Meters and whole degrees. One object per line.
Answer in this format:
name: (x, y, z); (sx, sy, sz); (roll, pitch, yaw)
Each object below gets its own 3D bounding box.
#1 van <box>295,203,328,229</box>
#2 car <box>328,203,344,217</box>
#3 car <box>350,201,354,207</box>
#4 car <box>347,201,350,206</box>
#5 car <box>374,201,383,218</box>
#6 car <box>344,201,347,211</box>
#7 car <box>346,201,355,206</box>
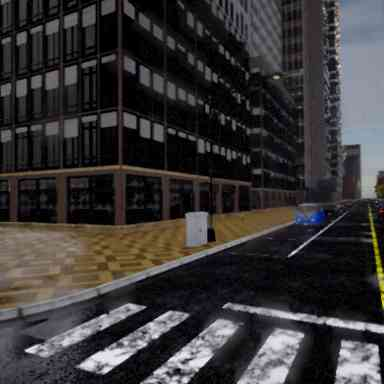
van: (8.941, 1.763, 25.185); (1.690, 1.788, 3.998); (-1, -1, 28)
car: (16.707, 2.196, 39.872); (1.947, 1.339, 4.313); (-1, -1, 28)
car: (34.823, 2.694, 74.152); (1.802, 1.307, 4.206); (-1, -1, 28)
car: (24.471, 2.419, 54.563); (1.802, 1.307, 4.206); (-1, -1, 28)
car: (21.258, 2.047, 36.317); (2.033, 1.411, 5.357); (-1, -1, 28)
car: (19.294, 2.250, 44.769); (2.008, 1.369, 4.403); (-1, -1, 28)
car: (39.999, 2.831, 83.946); (1.802, 1.307, 4.206); (-1, -1, 28)
